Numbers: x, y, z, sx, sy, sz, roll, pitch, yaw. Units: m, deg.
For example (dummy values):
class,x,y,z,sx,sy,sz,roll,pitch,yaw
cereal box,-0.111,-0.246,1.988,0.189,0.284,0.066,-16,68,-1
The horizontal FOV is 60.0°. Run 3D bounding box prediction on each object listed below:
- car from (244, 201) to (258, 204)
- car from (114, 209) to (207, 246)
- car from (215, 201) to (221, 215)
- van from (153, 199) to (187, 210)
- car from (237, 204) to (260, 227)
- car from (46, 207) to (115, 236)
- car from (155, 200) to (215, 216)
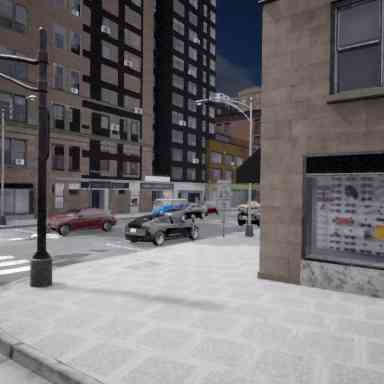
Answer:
class,x,y,z,sx,sy,sz,roll,pitch,yaw
car,7.617,1.822,43.624,1.752,1.417,4.829,0,0,36
car,-1.402,1.763,16.469,1.947,1.339,4.313,0,0,36
car,1.302,1.644,34.835,1.967,1.590,4.097,0,0,36
van,-1.905,1.500,30.372,1.690,1.788,3.998,0,0,36
car,5.014,1.849,25.396,1.947,1.339,4.313,0,0,36
car,-6.545,1.633,19.506,1.812,1.442,4.674,1,0,37
car,-0.491,1.679,27.935,2.128,1.511,4.902,1,0,35
